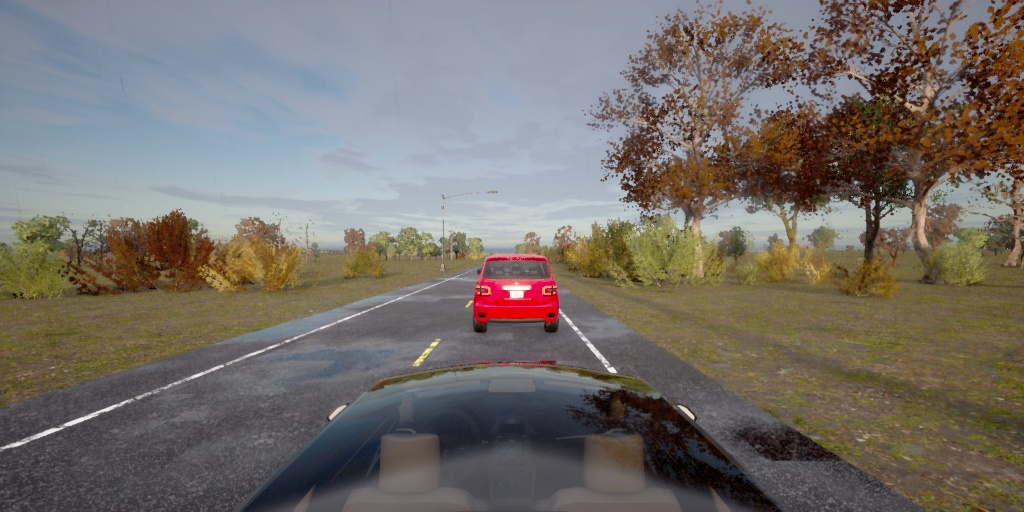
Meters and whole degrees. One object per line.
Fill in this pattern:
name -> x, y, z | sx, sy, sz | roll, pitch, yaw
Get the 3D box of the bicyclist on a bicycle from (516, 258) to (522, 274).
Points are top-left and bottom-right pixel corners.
bicyclist on a bicycle -> 0.802, 1.107, 40.075 | 0.659, 1.776, 1.843 | 0, 0, 0

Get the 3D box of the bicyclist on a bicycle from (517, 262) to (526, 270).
bicyclist on a bicycle -> 0.873, 1.110, 30.063 | 0.659, 1.776, 1.843 | 0, 0, 0

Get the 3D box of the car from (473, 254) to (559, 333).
car -> 0.083, 0.968, 10.884 | 2.150, 2.045, 5.566 | 0, 0, -1

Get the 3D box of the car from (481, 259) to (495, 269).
car -> -3.944, 1.280, 59.511 | 2.033, 1.411, 5.357 | 0, 0, 0
